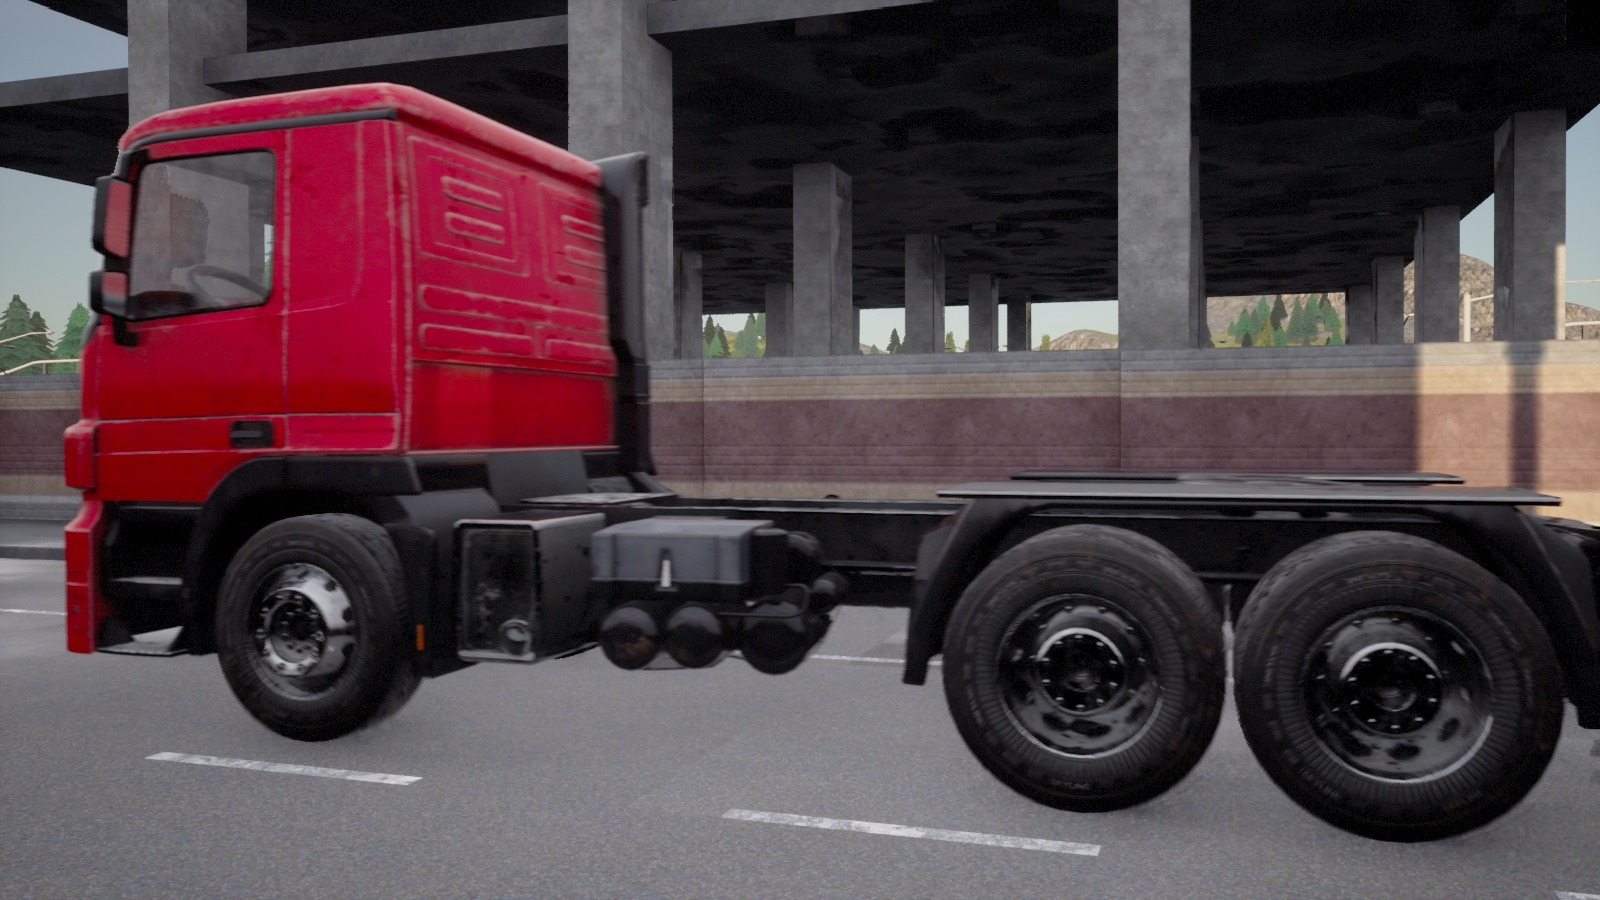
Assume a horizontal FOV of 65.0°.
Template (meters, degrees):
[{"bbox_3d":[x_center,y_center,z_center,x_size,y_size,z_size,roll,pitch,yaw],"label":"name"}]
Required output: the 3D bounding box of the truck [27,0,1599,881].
[{"bbox_3d":[0.084,-0.264,6.844,7.936,3.462,2.891,1,1,19],"label":"truck"}]
